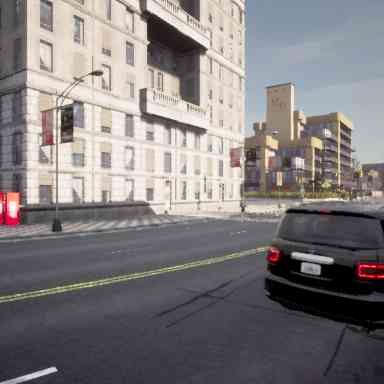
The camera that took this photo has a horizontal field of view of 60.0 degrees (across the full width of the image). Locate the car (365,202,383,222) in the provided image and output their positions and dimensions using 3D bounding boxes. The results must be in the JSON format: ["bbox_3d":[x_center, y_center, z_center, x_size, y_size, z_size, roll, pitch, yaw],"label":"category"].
[{"bbox_3d":[15.353,1.552,26.714,1.994,1.385,4.181,0,0,36],"label":"car"}]

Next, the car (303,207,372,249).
[{"bbox_3d":[6.914,1.518,15.497,1.812,1.442,4.674,0,0,39],"label":"car"}]

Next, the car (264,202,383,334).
[{"bbox_3d":[3.710,1.218,6.671,5.566,2.045,2.150,0,0,-43],"label":"car"}]
